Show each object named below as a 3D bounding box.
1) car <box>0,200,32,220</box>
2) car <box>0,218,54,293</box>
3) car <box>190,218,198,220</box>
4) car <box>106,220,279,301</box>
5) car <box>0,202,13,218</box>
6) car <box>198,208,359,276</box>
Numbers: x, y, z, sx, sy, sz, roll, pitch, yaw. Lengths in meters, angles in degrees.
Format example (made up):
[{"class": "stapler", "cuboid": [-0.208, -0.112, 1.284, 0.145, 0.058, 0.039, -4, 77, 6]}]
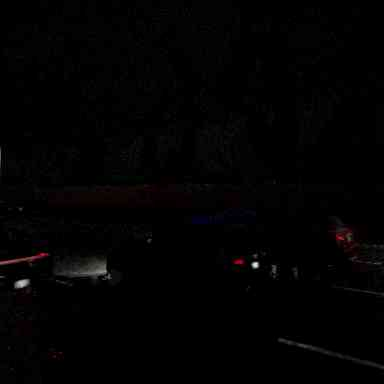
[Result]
[{"class": "car", "cuboid": [-15.482, 1.435, 27.928, 4.553, 1.767, 2.097, 0, 0, 35]}, {"class": "car", "cuboid": [-5.182, 1.517, 7.688, 4.902, 1.511, 2.128, 0, 0, 35]}, {"class": "car", "cuboid": [1.925, 1.498, 15.515, 5.008, 1.535, 1.882, 0, 0, 35]}, {"class": "car", "cuboid": [-0.229, 1.578, 8.453, 4.181, 1.385, 1.994, 0, 0, 35]}, {"class": "car", "cuboid": [-14.698, 1.599, 23.070, 4.674, 1.442, 1.812, 0, 0, 35]}, {"class": "car", "cuboid": [2.733, 1.362, 10.639, 4.553, 1.767, 2.097, 0, 0, 35]}]
